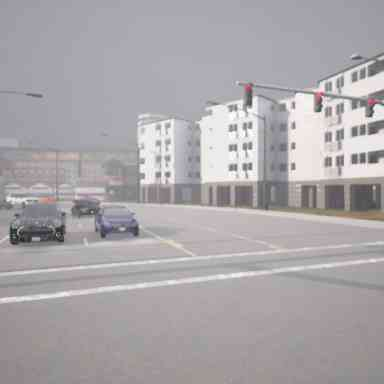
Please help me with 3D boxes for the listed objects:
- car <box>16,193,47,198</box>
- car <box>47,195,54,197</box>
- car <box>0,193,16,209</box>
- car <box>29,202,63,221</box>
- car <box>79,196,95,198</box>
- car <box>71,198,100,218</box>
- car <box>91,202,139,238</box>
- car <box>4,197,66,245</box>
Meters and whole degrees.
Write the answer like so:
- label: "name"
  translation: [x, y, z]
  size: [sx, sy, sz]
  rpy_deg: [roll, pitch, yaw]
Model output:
- label: "car"
  translation: [-21.780, 1.087, 43.193]
  size: [5.566, 2.045, 2.150]
  rpy_deg: [0, 0, 35]
- label: "car"
  translation: [-23.533, 1.197, 52.351]
  size: [4.553, 1.767, 2.097]
  rpy_deg: [0, 0, 25]
- label: "car"
  translation: [-23.947, 1.300, 40.447]
  size: [4.553, 1.767, 2.097]
  rpy_deg: [0, 0, 34]
- label: "car"
  translation: [-12.276, 1.530, 27.765]
  size: [1.895, 1.301, 4.718]
  rpy_deg: [0, 0, -32]
- label: "car"
  translation: [-14.983, 1.348, 46.713]
  size: [4.902, 1.511, 2.128]
  rpy_deg: [0, 0, 38]
- label: "car"
  translation: [-9.304, 1.483, 29.371]
  size: [1.994, 1.385, 4.181]
  rpy_deg: [0, 0, -31]
- label: "car"
  translation: [-4.131, 1.485, 17.819]
  size: [1.812, 1.442, 4.674]
  rpy_deg: [0, 0, -22]
- label: "car"
  translation: [-7.062, 1.325, 15.621]
  size: [2.097, 1.767, 4.553]
  rpy_deg: [0, 0, -19]
